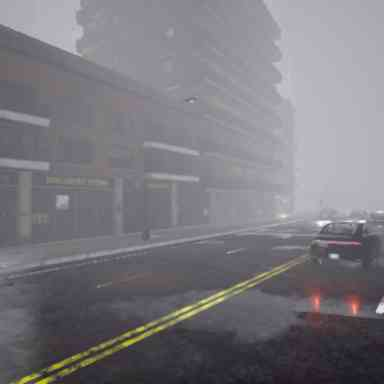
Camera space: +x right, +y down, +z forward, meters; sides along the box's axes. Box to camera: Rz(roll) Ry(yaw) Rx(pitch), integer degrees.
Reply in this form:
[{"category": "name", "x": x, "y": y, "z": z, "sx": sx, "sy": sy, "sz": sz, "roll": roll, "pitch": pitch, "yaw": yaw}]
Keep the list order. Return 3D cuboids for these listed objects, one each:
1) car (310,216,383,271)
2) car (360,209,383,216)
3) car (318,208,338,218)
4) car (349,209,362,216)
[{"category": "car", "x": 5.907, "y": 1.878, "z": 12.539, "sx": 2.128, "sy": 1.511, "sz": 4.902, "roll": -2, "pitch": -2, "yaw": 35}, {"category": "car", "x": 14.310, "y": 2.230, "z": 25.014, "sx": 2.128, "sy": 1.511, "sz": 4.902, "roll": -2, "pitch": -2, "yaw": 33}, {"category": "car", "x": 17.379, "y": 2.782, "z": 42.364, "sx": 2.128, "sy": 1.511, "sz": 4.902, "roll": -2, "pitch": -2, "yaw": 31}, {"category": "car", "x": 21.268, "y": 2.865, "z": 42.490, "sx": 1.895, "sy": 1.301, "sz": 4.718, "roll": -2, "pitch": -2, "yaw": 31}]
